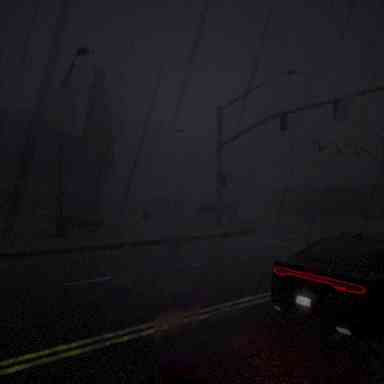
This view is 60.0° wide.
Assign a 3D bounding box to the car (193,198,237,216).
[{"bbox_3d":[2.643,1.670,34.910,2.128,1.511,4.902,0,0,-34],"label":"car"}]

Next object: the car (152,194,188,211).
[{"bbox_3d":[-3.266,1.410,43.774,2.150,2.045,5.566,0,0,-34],"label":"car"}]

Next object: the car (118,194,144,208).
[{"bbox_3d":[-10.192,1.421,54.205,2.150,2.045,5.566,0,0,-34],"label":"car"}]

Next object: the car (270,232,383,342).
[{"bbox_3d":[3.683,1.528,6.556,5.008,1.535,1.882,1,0,-37],"label":"car"}]

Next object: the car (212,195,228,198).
[{"bbox_3d":[5.854,1.516,69.608,3.866,1.878,1.905,0,0,-35],"label":"car"}]

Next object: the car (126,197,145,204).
[{"bbox_3d":[-11.883,1.805,69.474,2.033,1.411,5.357,0,0,-34],"label":"car"}]

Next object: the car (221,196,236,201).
[{"bbox_3d":[10.351,1.892,93.477,3.806,1.475,1.970,0,0,-35],"label":"car"}]

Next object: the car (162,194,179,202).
[{"bbox_3d":[-5.483,1.531,85.626,3.866,1.878,1.905,0,0,-35],"label":"car"}]

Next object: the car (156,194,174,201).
[{"bbox_3d":[-7.106,1.531,88.023,4.605,1.855,1.932,0,0,-35],"label":"car"}]
